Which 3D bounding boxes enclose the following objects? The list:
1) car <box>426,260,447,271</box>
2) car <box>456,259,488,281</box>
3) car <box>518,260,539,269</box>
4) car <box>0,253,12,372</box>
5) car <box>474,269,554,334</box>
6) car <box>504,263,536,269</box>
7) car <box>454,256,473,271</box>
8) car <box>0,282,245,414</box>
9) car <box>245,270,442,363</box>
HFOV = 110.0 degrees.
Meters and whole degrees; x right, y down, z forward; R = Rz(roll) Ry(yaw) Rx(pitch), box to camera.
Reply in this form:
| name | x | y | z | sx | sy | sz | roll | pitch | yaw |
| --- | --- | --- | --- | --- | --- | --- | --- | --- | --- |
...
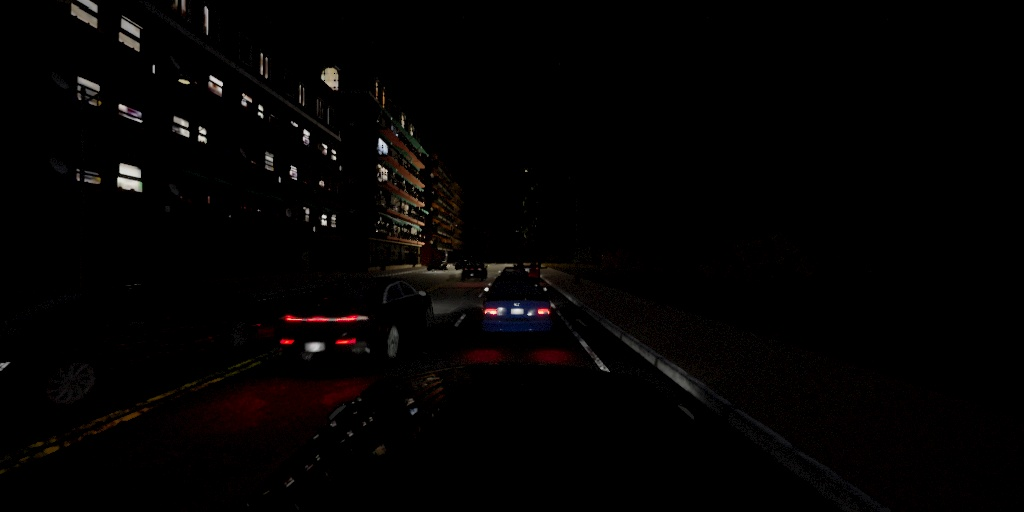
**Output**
| name | x | y | z | sx | sy | sz | roll | pitch | yaw |
| --- | --- | --- | --- | --- | --- | --- | --- | --- | --- |
| car | -9.769 | 1.294 | 47.163 | 2.033 | 1.411 | 5.357 | 0 | 0 | 0 |
| car | -3.099 | 1.242 | 30.356 | 2.128 | 1.511 | 4.902 | 0 | 0 | 0 |
| car | 1.187 | 1.101 | 29.864 | 2.097 | 1.767 | 4.553 | 0 | 0 | 0 |
| car | -9.848 | 0.971 | 3.503 | 2.150 | 2.045 | 5.566 | 0 | 0 | 0 |
| car | 0.117 | 1.298 | 10.597 | 2.033 | 1.411 | 5.357 | 0 | 0 | 0 |
| car | 0.128 | 1.314 | 20.930 | 1.994 | 1.385 | 4.181 | 0 | 0 | 1 |
| car | -6.514 | 0.967 | 49.571 | 2.150 | 2.045 | 5.566 | 0 | 0 | 0 |
| car | -6.594 | 1.255 | 6.121 | 1.837 | 1.490 | 4.892 | 0 | 0 | 0 |
| car | -3.139 | 1.240 | 8.145 | 2.128 | 1.511 | 4.902 | 0 | 0 | 0 |
